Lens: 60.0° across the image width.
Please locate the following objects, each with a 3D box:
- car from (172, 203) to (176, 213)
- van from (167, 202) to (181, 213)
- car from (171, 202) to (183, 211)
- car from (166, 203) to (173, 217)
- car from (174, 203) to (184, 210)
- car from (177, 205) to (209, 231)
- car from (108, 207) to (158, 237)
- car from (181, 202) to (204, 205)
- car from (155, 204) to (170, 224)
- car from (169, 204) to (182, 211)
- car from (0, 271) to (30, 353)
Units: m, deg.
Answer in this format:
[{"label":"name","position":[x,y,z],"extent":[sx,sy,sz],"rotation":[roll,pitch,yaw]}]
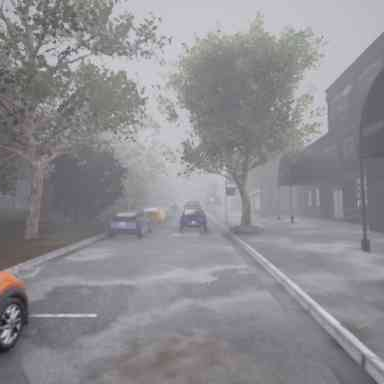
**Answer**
[{"label":"car","position":[-3.643,2.516,42.383],"extent":[2.163,1.488,4.792],"rotation":[0,-1,2]},{"label":"van","position":[-3.621,2.741,59.187],"extent":[1.878,1.987,4.442],"rotation":[1,-1,2]},{"label":"car","position":[-3.396,3.270,76.141],"extent":[2.185,1.767,4.553],"rotation":[-1,-1,2]},{"label":"car","position":[-3.641,2.317,36.779],"extent":[2.097,1.535,5.008],"rotation":[0,-1,2]},{"label":"car","position":[-3.154,3.533,81.838],"extent":[2.097,1.535,5.008],"rotation":[0,-2,2]},{"label":"car","position":[0.101,1.935,24.253],"extent":[1.882,1.535,5.008],"rotation":[0,-2,0]},{"label":"car","position":[-3.633,1.841,20.116],"extent":[2.163,1.488,4.792],"rotation":[1,-2,2]},{"label":"car","position":[0.100,2.240,42.725],"extent":[2.150,2.045,5.566],"rotation":[0,-2,0]},{"label":"car","position":[-3.634,2.148,31.220],"extent":[2.097,1.535,5.008],"rotation":[1,-2,2]},{"label":"car","position":[-3.397,3.261,70.430],"extent":[2.231,1.521,4.892],"rotation":[0,-1,2]},{"label":"car","position":[-3.654,1.365,3.382],"extent":[2.185,1.767,4.553],"rotation":[0,0,2]}]
